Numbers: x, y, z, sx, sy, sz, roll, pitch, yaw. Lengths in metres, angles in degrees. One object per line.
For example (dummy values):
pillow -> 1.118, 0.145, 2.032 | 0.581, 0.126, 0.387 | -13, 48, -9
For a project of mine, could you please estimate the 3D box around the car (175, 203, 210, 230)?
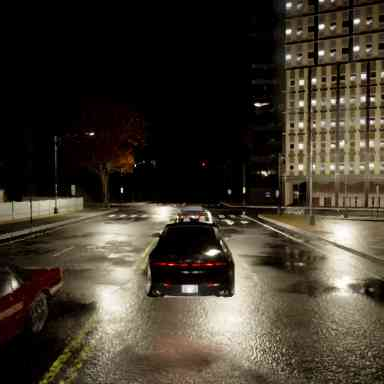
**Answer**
car -> 0.040, 1.544, 22.349 | 2.033, 1.411, 5.357 | 0, 0, 0

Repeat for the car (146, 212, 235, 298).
car -> -0.021, 1.502, 8.500 | 1.837, 1.490, 4.892 | 0, 0, 0

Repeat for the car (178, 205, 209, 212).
car -> 0.102, 1.486, 13.324 | 2.128, 1.511, 4.902 | 0, 0, 0

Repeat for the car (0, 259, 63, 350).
car -> -3.336, 1.599, 3.972 | 1.895, 1.301, 4.718 | 0, 0, 0
